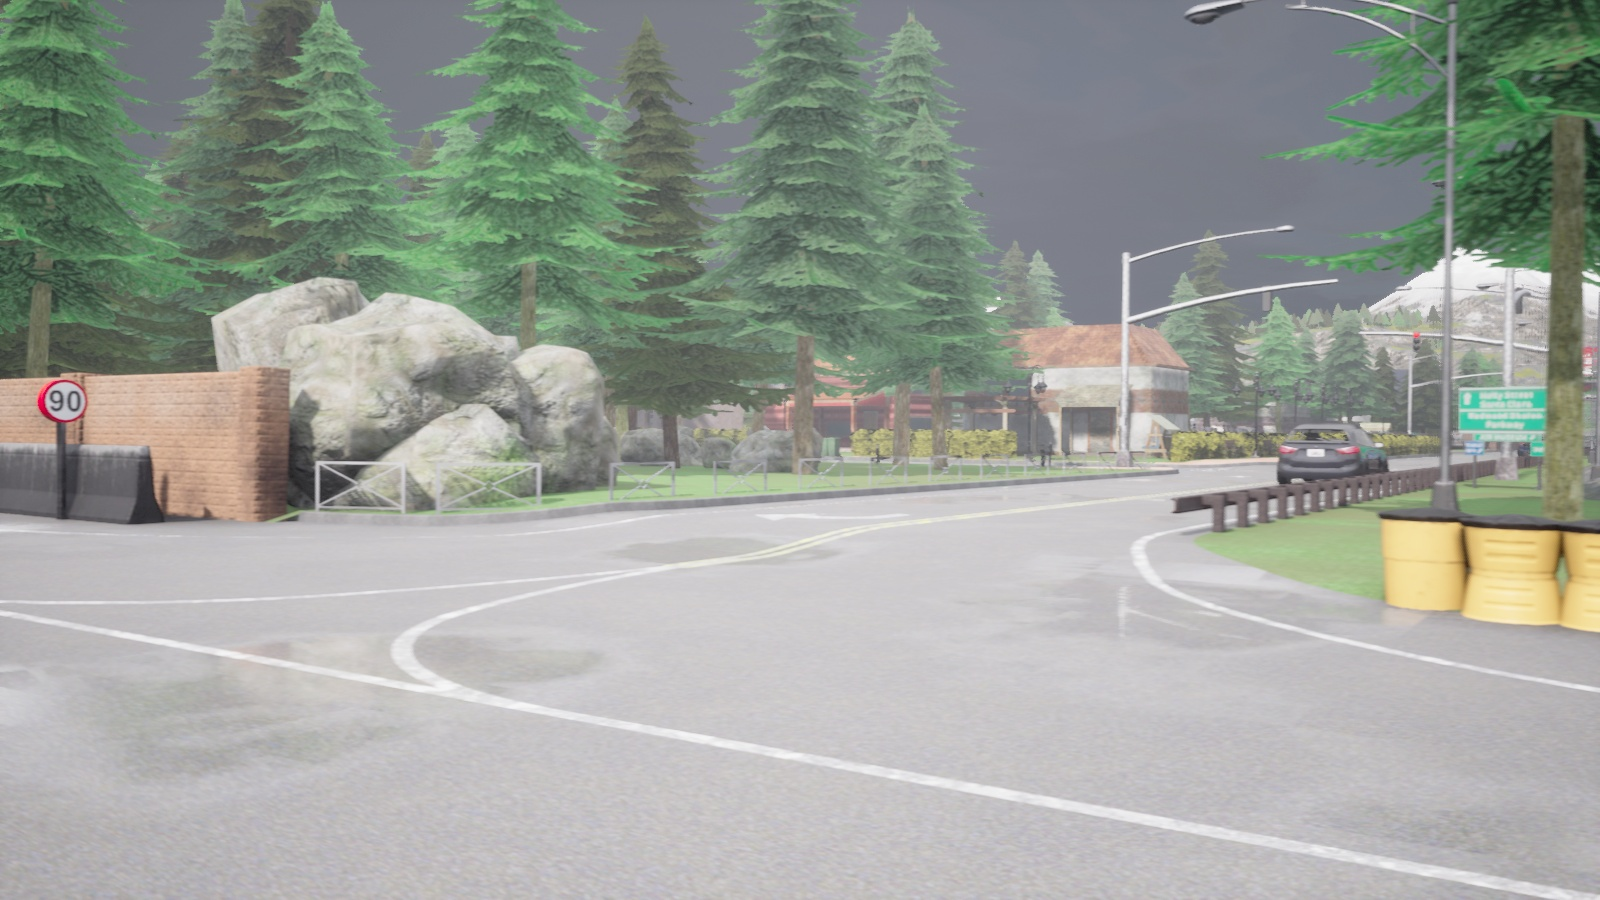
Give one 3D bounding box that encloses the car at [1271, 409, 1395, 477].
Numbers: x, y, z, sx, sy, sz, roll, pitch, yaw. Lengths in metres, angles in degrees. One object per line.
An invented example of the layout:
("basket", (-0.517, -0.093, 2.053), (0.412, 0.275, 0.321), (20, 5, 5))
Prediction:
("car", (14.401, -0.212, 33.765), (2.242, 1.667, 4.611), (0, 1, 34))
